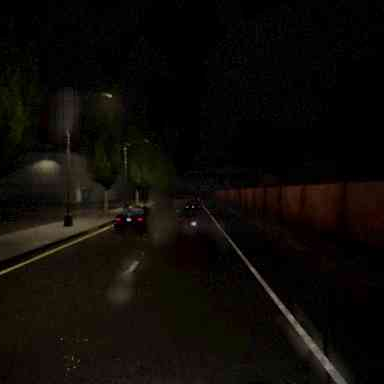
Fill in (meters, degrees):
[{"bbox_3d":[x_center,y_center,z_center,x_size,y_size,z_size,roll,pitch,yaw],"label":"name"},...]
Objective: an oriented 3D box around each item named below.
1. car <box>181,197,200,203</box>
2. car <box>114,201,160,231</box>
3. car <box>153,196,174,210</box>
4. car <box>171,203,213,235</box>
[{"bbox_3d":[0.099,1.530,35.353,2.033,1.411,5.357,0,0,0],"label":"car"},{"bbox_3d":[-3.401,1.537,20.422,2.033,1.411,5.357,0,0,0],"label":"car"},{"bbox_3d":[-3.400,1.456,42.361,1.882,1.535,5.008,0,0,0],"label":"car"},{"bbox_3d":[0.099,1.555,18.658,1.994,1.385,4.181,0,0,0],"label":"car"}]
